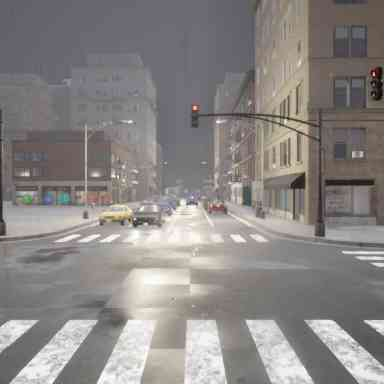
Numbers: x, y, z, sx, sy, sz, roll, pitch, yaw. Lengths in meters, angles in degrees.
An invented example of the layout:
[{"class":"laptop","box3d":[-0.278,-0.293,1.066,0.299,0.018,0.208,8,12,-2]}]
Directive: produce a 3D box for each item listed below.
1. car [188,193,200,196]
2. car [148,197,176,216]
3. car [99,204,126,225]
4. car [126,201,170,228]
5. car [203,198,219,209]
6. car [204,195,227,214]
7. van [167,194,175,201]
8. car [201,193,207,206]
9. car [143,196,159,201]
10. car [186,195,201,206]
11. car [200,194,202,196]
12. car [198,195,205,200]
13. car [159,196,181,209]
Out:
[{"class":"car","box3d":[-0.003,1.226,64.208,2.150,2.045,5.566,0,0,0]},{"class":"car","box3d":[-2.839,1.527,32.052,1.812,1.442,4.674,0,0,0]},{"class":"car","box3d":[-5.388,1.526,23.920,1.752,1.417,4.829,0,0,0]},{"class":"car","box3d":[-2.835,1.548,22.747,2.033,1.411,5.357,0,0,-1]},{"class":"car","box3d":[2.636,1.568,46.738,1.947,1.339,4.313,0,0,0]},{"class":"car","box3d":[2.636,1.442,35.414,1.967,1.590,4.097,0,0,0]},{"class":"van","box3d":[-5.391,1.349,86.371,1.690,1.788,3.998,0,0,0]},{"class":"car","box3d":[2.636,1.317,41.076,2.192,1.841,5.009,0,0,0]},{"class":"car","box3d":[-5.389,1.553,41.076,2.008,1.369,4.403,0,0,0]},{"class":"car","box3d":[-0.002,1.604,53.906,1.895,1.301,4.718,0,0,0]},{"class":"car","box3d":[2.635,1.556,69.386,2.008,1.369,4.403,0,0,0]},{"class":"car","box3d":[2.634,1.575,92.033,1.947,1.339,4.313,0,0,0]},{"class":"car","box3d":[-2.789,1.550,41.788,2.033,1.411,5.357,0,0,1]}]
